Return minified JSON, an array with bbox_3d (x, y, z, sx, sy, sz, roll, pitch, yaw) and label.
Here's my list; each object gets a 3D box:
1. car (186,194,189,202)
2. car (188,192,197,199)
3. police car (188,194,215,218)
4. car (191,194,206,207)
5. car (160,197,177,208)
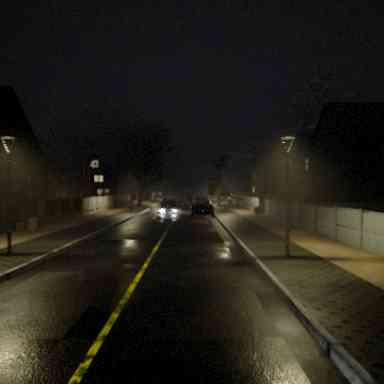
[{"bbox_3d":[0.008,0.991,62.234,2.128,1.511,4.902,0,1,0],"label":"car"},{"bbox_3d":[0.010,0.819,77.800,2.033,1.411,5.357,0,1,0],"label":"car"},{"bbox_3d":[0.829,1.208,27.923,1.930,1.638,5.238,0,0,0],"label":"police car"},{"bbox_3d":[0.831,1.108,44.006,1.801,1.575,5.366,0,0,0],"label":"car"},{"bbox_3d":[-2.837,1.275,41.415,1.895,1.301,4.718,0,0,0],"label":"car"}]
